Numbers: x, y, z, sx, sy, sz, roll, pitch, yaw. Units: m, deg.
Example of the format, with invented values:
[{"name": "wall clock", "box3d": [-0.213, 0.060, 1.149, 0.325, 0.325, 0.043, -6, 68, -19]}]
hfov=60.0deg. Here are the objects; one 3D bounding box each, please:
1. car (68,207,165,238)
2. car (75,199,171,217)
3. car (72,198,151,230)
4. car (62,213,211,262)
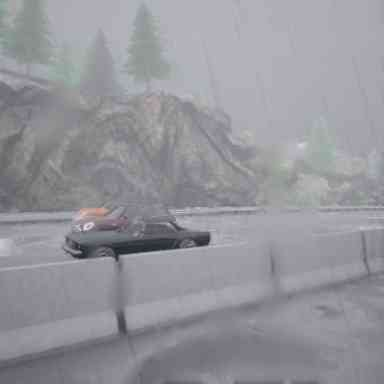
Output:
[{"name": "car", "box3d": [-4.020, 1.550, 17.979, 4.718, 1.301, 1.895, 0, 0, -32]}, {"name": "car", "box3d": [-2.841, 1.311, 14.526, 4.553, 1.767, 2.097, 0, 0, -33]}, {"name": "car", "box3d": [-5.141, 1.291, 21.366, 4.553, 1.767, 2.097, 0, 0, -32]}, {"name": "car", "box3d": [-1.759, 1.570, 11.105, 4.718, 1.301, 1.895, 0, 0, -33]}]
